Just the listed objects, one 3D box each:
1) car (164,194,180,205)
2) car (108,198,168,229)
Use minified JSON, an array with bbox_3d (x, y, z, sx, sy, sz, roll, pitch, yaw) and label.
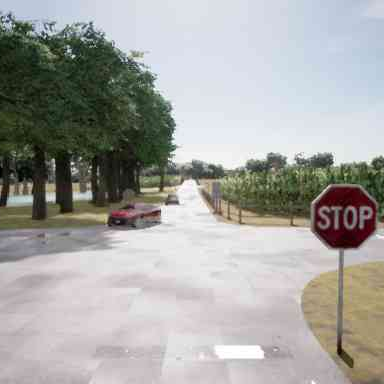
[{"bbox_3d":[-2.703,1.041,46.555,1.837,1.490,4.892,0,2,0],"label":"car"},{"bbox_3d":[-3.508,1.405,21.445,1.882,1.535,5.008,2,1,17],"label":"car"}]
